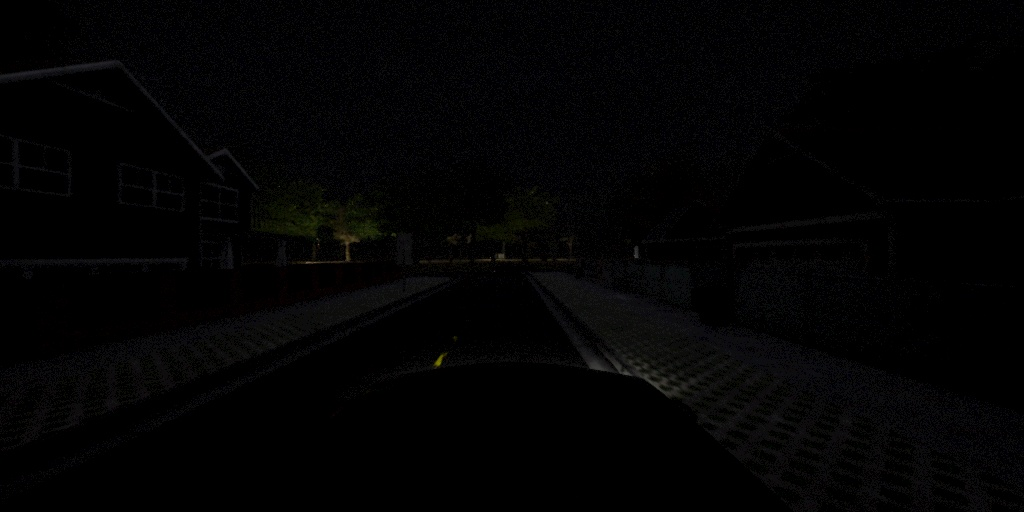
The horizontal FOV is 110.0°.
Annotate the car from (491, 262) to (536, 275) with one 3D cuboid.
[{"bbox_3d":[0.160,1.332,39.119,4.718,1.301,1.895,0,0,-23],"label":"car"}]
